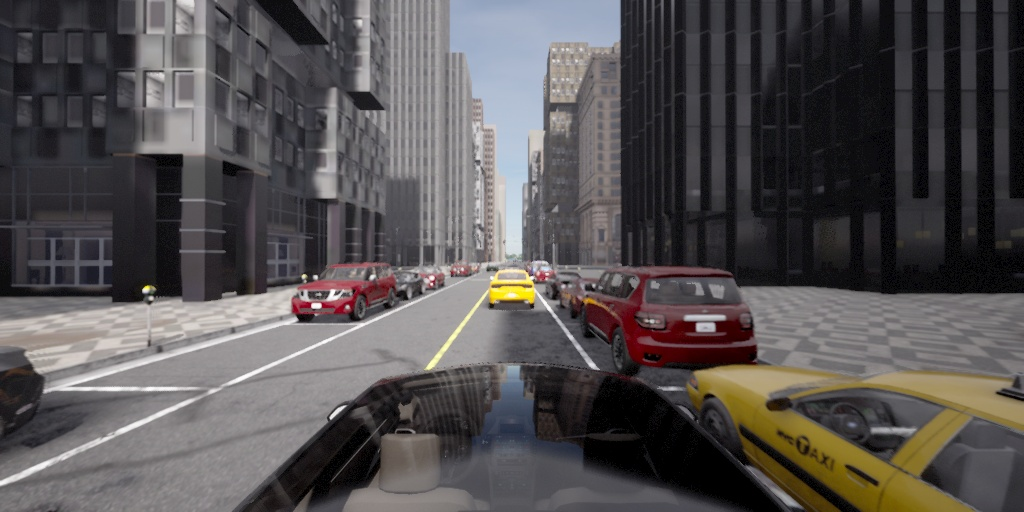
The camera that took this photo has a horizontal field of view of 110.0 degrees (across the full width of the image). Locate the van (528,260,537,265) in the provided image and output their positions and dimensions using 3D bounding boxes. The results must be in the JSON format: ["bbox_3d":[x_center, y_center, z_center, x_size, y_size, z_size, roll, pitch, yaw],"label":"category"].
[{"bbox_3d":[2.754,1.410,35.493,1.690,1.789,3.998,0,0,0],"label":"van"}]

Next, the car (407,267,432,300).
[{"bbox_3d":[-5.767,1.476,18.683,1.948,1.339,4.313,0,0,0],"label":"car"}]

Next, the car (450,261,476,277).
[{"bbox_3d":[-5.773,1.437,41.091,2.192,1.841,5.009,0,0,0],"label":"car"}]

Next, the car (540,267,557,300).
[{"bbox_3d":[2.758,1.476,18.689,1.948,1.339,4.313,0,0,0],"label":"car"}]

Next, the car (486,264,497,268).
[{"bbox_3d":[-3.017,1.860,55.473,1.895,1.301,4.718,0,-1,0],"label":"car"}]

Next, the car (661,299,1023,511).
[{"bbox_3d":[2.763,1.277,2.054,1.751,1.417,4.829,0,0,0],"label":"car"}]

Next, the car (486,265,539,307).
[{"bbox_3d":[0.002,1.365,16.327,1.882,1.535,5.008,0,0,0],"label":"car"}]

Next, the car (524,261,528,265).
[{"bbox_3d":[2.752,1.562,41.094,1.967,1.591,4.097,0,0,0],"label":"car"}]

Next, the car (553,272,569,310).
[{"bbox_3d":[2.760,1.439,13.087,1.802,1.307,4.207,0,0,0],"label":"car"}]

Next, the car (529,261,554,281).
[{"bbox_3d":[2.755,1.456,29.891,1.967,1.591,4.097,0,0,0],"label":"car"}]

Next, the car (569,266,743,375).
[{"bbox_3d":[2.761,1.119,7.486,2.192,1.841,5.009,0,0,0],"label":"car"}]

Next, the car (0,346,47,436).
[{"bbox_3d":[-5.763,1.302,1.877,2.007,1.370,4.403,0,0,0],"label":"car"}]

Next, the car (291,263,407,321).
[{"bbox_3d":[-5.766,1.172,13.081,2.192,1.841,5.009,0,0,0],"label":"car"}]

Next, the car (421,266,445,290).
[{"bbox_3d":[-5.769,1.403,24.285,1.967,1.591,4.097,0,0,0],"label":"car"}]

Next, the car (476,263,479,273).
[{"bbox_3d":[-5.775,1.701,46.523,1.751,1.417,4.829,0,0,0],"label":"car"}]
